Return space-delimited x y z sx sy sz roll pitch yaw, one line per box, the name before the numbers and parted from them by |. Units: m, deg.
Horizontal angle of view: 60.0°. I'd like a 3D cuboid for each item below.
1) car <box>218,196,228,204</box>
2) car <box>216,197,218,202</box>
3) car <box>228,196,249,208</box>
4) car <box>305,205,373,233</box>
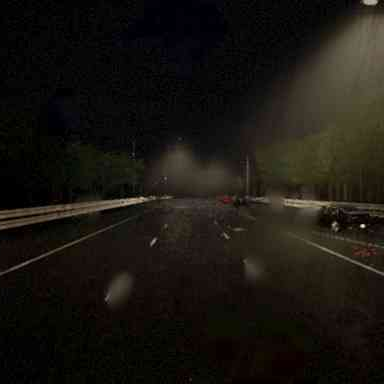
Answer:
car | 7.048 1.623 67.401 1.994 1.385 4.181 0 0 0
car | 7.114 1.688 83.429 1.812 1.442 4.674 0 -1 0
car | 7.009 1.372 49.201 2.097 1.767 4.553 0 0 0
car | 8.502 1.522 19.701 1.837 1.490 4.892 0 0 -9
